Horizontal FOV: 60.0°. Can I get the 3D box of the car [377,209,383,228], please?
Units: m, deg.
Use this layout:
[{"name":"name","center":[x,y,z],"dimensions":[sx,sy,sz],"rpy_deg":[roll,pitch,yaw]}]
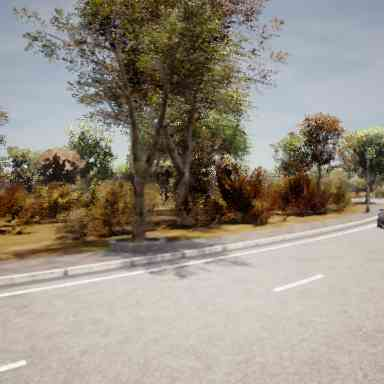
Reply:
[{"name":"car","center":[13.142,1.439,20.917],"dimensions":[2.128,1.511,4.902],"rpy_deg":[0,0,42]}]
